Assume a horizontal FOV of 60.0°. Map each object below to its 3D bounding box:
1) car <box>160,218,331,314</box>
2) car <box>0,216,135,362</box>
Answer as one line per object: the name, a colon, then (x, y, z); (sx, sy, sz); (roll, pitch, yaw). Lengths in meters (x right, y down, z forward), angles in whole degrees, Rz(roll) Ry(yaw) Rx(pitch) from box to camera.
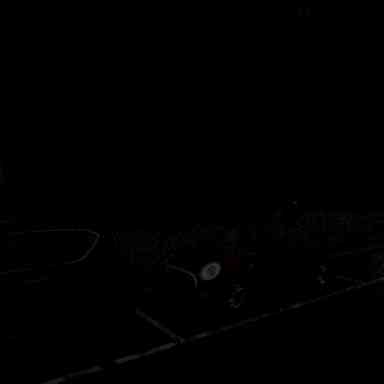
car: (1.281, 1.441, 7.563); (4.097, 1.590, 1.967); (0, 0, -35)
car: (-3.207, 1.315, 4.362); (5.009, 1.841, 2.192); (0, 0, -35)
